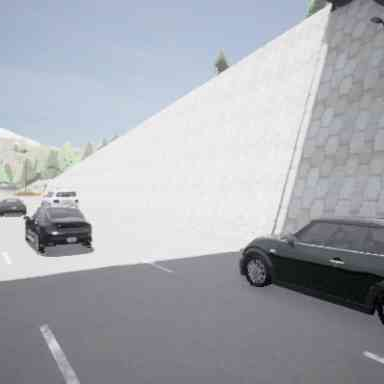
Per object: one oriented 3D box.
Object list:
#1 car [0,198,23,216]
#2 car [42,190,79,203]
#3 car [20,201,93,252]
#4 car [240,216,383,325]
[{"bbox_3d":[-14.950,1.169,27.534,1.994,1.385,4.181,0,1,-34],"label":"car"},{"bbox_3d":[-11.223,0.833,28.251,2.150,2.045,5.566,0,1,-34],"label":"car"},{"bbox_3d":[-5.368,1.322,13.166,1.837,1.490,4.892,0,1,-34],"label":"car"},{"bbox_3d":[3.064,1.279,6.828,2.097,1.767,4.553,0,1,-34],"label":"car"}]
